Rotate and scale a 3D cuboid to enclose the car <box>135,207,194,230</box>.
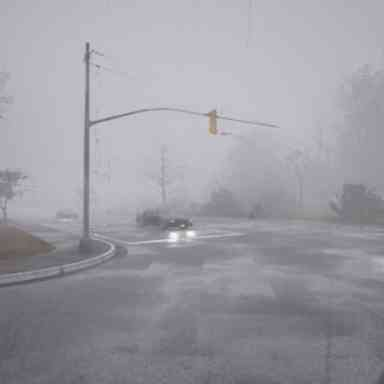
[{"bbox_3d":[-2.076,1.787,22.989,2.033,1.411,5.357,1,-2,-34],"label":"car"}]

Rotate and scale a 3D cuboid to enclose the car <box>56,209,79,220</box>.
[{"bbox_3d":[-16.622,2.929,44.187,2.033,1.411,5.357,1,-3,-34],"label":"car"}]

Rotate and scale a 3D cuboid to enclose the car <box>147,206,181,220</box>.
[{"bbox_3d":[-3.227,2.327,37.189,1.994,1.385,4.181,1,-3,-34],"label":"car"}]
